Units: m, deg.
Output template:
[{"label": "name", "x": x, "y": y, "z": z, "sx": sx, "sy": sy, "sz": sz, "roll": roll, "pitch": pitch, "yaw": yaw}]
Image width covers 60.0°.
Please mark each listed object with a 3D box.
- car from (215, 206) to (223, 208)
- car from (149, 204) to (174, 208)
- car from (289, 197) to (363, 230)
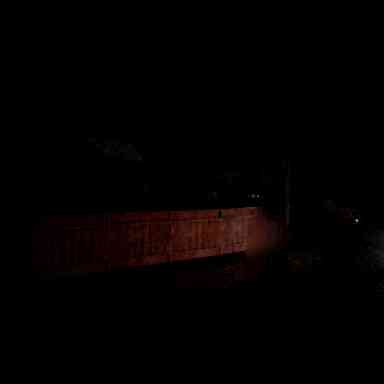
[{"label": "car", "x": 2.332, "y": 1.826, "z": 30.434, "sx": 2.033, "sy": 1.411, "sz": 5.357, "roll": 2, "pitch": -2, "yaw": -36}, {"label": "car", "x": -3.623, "y": 1.737, "z": 38.556, "sx": 2.097, "sy": 1.767, "sz": 4.553, "roll": 3, "pitch": -2, "yaw": -37}, {"label": "car", "x": 8.240, "y": 1.375, "z": 22.066, "sx": 2.150, "sy": 2.045, "sz": 5.566, "roll": 2, "pitch": -2, "yaw": -35}]
